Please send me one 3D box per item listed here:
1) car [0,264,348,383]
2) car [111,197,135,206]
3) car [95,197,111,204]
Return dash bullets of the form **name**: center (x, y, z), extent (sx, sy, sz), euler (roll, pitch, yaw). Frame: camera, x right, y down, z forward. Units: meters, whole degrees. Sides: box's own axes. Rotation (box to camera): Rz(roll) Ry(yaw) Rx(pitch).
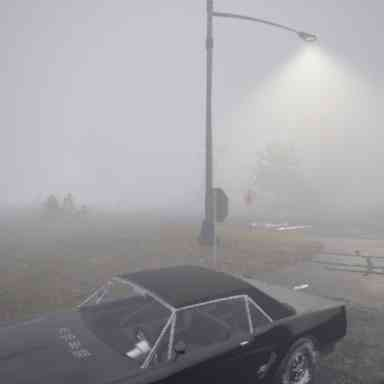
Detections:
- **car**: center (-0.437, 1.601, 3.576), extent (4.718, 1.301, 1.895), euler (0, 0, -35)
- **car**: center (-10.689, 1.465, 52.651), extent (1.994, 1.385, 4.181), euler (0, 0, -33)
- **car**: center (-16.260, 1.483, 60.962), extent (1.895, 1.301, 4.718), euler (0, 0, -34)
